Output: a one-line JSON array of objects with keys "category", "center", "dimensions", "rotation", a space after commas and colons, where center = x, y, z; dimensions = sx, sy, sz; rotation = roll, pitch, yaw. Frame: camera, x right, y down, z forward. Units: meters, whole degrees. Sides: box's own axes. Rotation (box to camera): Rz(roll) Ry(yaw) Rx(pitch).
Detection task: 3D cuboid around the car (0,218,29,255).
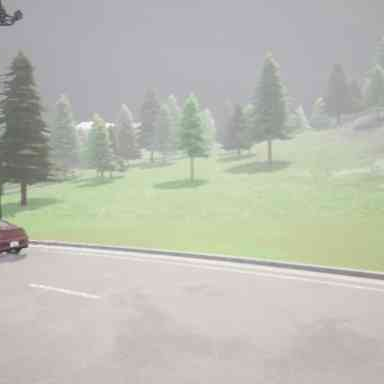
[{"category": "car", "center": [-7.847, 1.508, 11.558], "dimensions": [4.674, 1.442, 1.812], "rotation": [0, 0, 21]}]
